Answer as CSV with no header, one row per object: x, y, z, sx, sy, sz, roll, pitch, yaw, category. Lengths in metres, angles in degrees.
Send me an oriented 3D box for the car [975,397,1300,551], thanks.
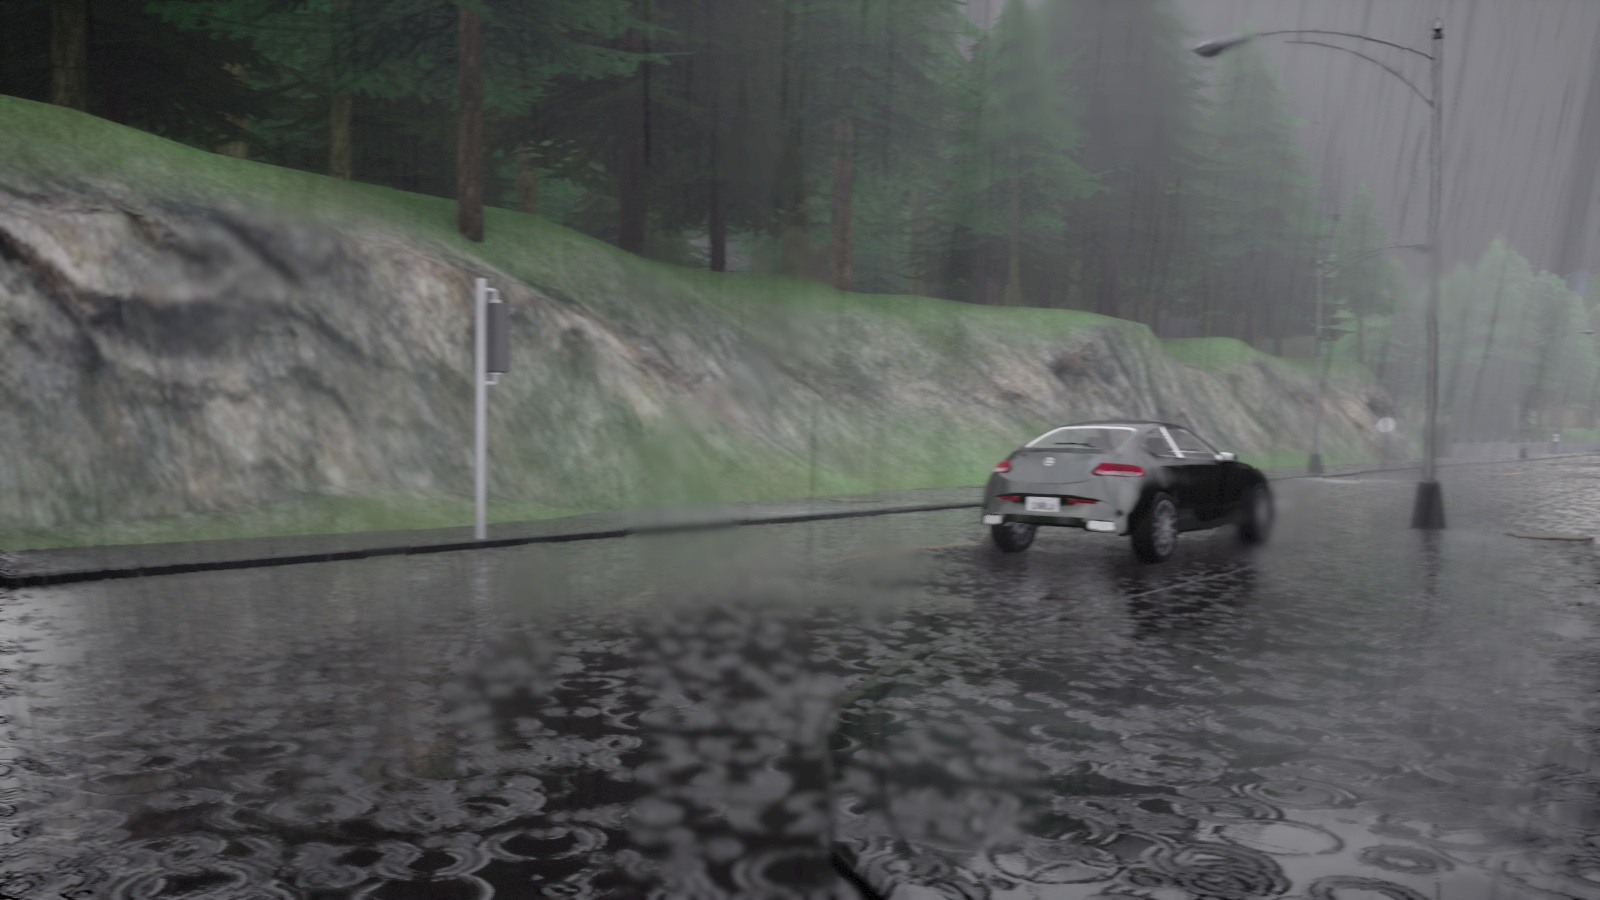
4.496,0.211,16.113,2.152,1.651,5.027,0,1,39,car
